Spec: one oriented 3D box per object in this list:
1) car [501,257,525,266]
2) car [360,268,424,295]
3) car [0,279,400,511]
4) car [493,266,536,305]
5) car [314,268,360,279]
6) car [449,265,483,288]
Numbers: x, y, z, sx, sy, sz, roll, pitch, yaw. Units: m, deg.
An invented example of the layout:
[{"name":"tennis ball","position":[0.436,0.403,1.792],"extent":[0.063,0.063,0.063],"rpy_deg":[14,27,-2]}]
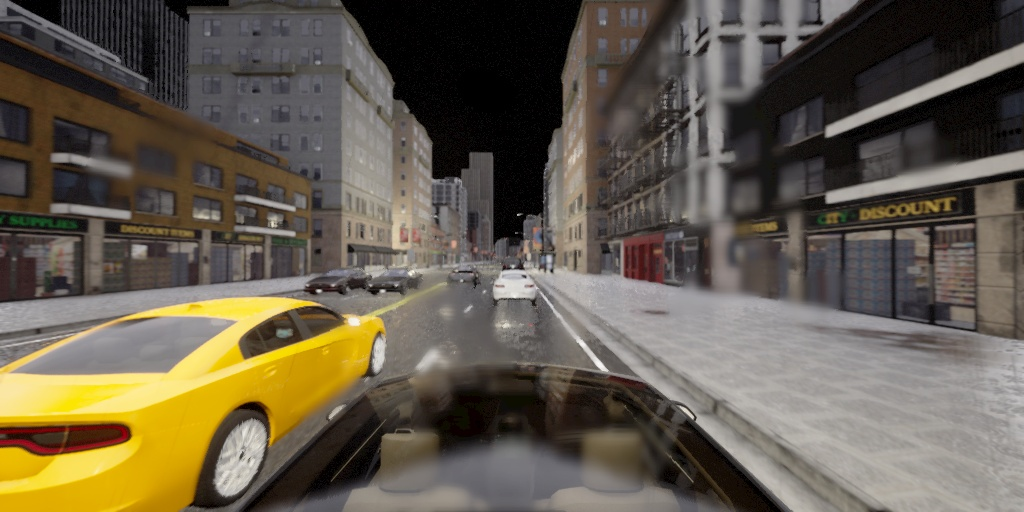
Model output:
[{"name":"car","position":[0.111,1.156,36.125],"extent":[2.150,2.045,5.566],"rpy_deg":[0,0,0]},{"name":"car","position":[-6.497,1.398,20.689],"extent":[2.033,1.411,5.357],"rpy_deg":[0,0,0]},{"name":"car","position":[-3.149,1.242,4.382],"extent":[1.882,1.535,5.008],"rpy_deg":[0,0,0]},{"name":"car","position":[0.105,1.353,16.415],"extent":[1.812,1.442,4.674],"rpy_deg":[0,0,0]},{"name":"car","position":[-9.746,1.399,20.772],"extent":[2.033,1.411,5.357],"rpy_deg":[0,0,0]},{"name":"car","position":[-3.143,1.364,24.795],"extent":[2.128,1.511,4.902],"rpy_deg":[0,0,0]}]
